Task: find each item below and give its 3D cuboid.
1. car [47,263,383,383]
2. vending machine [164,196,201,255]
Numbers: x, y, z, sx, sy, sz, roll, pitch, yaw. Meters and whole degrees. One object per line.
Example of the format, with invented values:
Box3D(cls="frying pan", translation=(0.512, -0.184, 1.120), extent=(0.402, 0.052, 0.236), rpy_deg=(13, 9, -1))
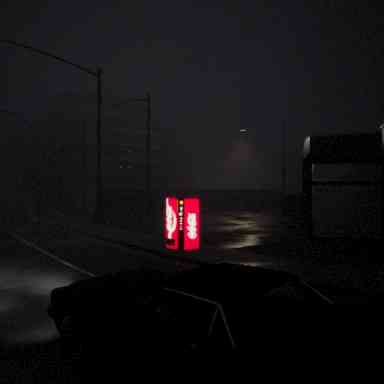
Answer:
Box3D(cls="car", translation=(0.165, 1.601, 4.117), extent=(4.718, 1.301, 1.895), rpy_deg=(0, 0, 39))
Box3D(cls="vending machine", translation=(-0.354, 1.195, 12.567), extent=(1.100, 2.100, 0.880), rpy_deg=(0, 0, -40))
